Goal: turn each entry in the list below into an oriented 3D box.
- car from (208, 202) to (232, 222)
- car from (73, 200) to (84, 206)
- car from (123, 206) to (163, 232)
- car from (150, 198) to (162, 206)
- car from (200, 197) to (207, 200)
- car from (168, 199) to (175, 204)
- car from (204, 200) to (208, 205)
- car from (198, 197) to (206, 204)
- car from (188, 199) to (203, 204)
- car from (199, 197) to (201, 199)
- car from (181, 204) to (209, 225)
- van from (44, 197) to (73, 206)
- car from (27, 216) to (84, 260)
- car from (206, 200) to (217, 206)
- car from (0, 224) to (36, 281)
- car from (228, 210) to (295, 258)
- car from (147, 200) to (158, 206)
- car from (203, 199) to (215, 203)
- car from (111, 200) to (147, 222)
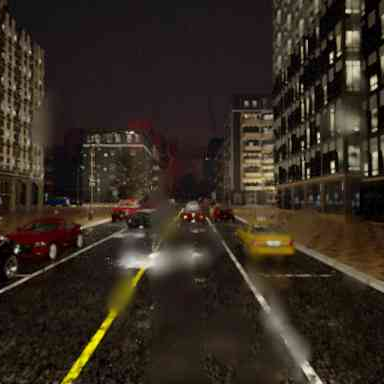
[{"bbox_3d":[2.710,1.890,29.461,1.887,1.381,4.507,1,-1,0],"label":"car"},{"bbox_3d":[-26.247,2.436,73.869,4.313,1.339,1.947,0,-2,0],"label":"car"},{"bbox_3d":[-3.094,1.864,22.523,1.895,1.301,4.718,0,-1,0],"label":"car"},{"bbox_3d":[-5.734,1.915,51.213,2.192,1.841,5.009,1,-1,0],"label":"car"},{"bbox_3d":[2.792,1.915,51.217,2.192,1.841,5.009,1,-1,0],"label":"car"},{"bbox_3d":[-5.779,2.667,94.923,2.008,1.369,4.403,1,-1,0],"label":"car"},{"bbox_3d":[2.712,2.038,40.340,1.947,1.339,4.313,1,-1,0],"label":"car"},{"bbox_3d":[2.849,2.433,94.989,2.192,1.841,5.009,1,-1,0],"label":"car"},{"bbox_3d":[0.108,2.041,44.008,1.812,1.442,4.674,0,-1,0],"label":"car"},{"bbox_3d":[2.857,2.365,89.289,2.192,1.841,5.009,1,-1,0],"label":"car"},{"bbox_3d":[0.106,1.918,27.096,1.895,1.301,4.718,0,-1,0],"label":"car"},{"bbox_3d":[-26.230,1.958,65.500,3.998,1.788,1.690,0,-2,0],"label":"van"},{"bbox_3d":[-5.674,1.699,13.096,1.887,1.381,4.507,1,-1,0],"label":"car"},{"bbox_3d":[2.712,1.936,35.071,1.752,1.417,4.829,1,-1,0],"label":"car"},{"bbox_3d":[-5.675,1.656,7.650,1.947,1.339,4.313,1,-1,0],"label":"car"},{"bbox_3d":[2.707,1.682,13.314,1.752,1.417,4.829,1,-1,0],"label":"car"},{"bbox_3d":[-5.668,2.017,40.323,1.887,1.381,4.507,1,-1,0],"label":"car"},{"bbox_3d":[2.713,2.102,45.779,1.947,1.339,4.313,1,-1,0],"label":"car"},{"bbox_3d":[-5.666,1.660,29.435,2.192,1.841,5.009,1,-1,0],"label":"car"}]
